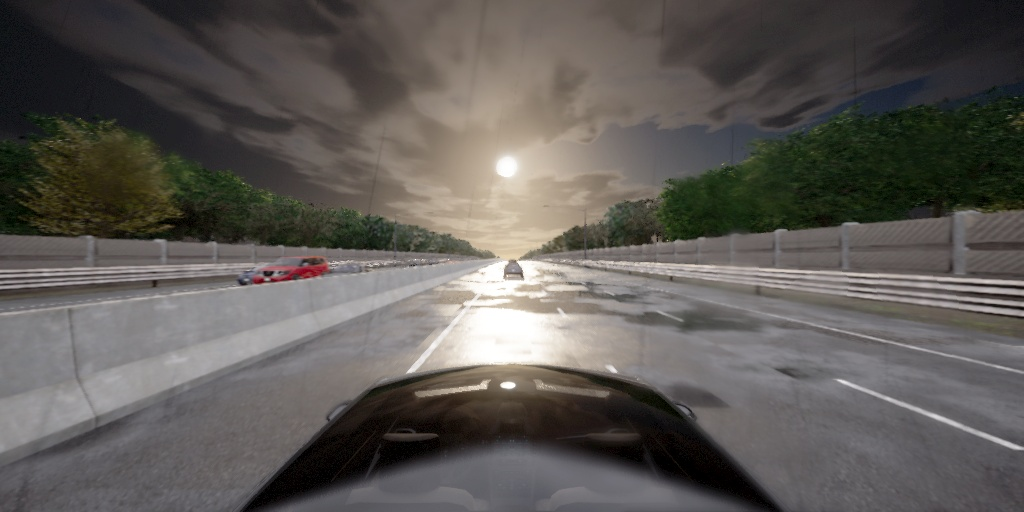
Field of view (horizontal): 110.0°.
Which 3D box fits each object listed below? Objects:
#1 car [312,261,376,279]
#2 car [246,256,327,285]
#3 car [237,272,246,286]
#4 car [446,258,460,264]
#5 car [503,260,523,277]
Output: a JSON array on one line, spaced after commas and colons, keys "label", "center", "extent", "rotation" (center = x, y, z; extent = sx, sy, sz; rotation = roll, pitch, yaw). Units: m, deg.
[{"label": "car", "center": [-10.556, 1.270, 23.539], "extent": [2.128, 1.511, 4.902], "rotation": [0, 0, 0]}, {"label": "car", "center": [-14.057, 1.004, 23.376], "extent": [2.150, 2.045, 5.566], "rotation": [0, 0, 0]}, {"label": "car", "center": [-17.551, 1.311, 26.058], "extent": [1.812, 1.442, 4.674], "rotation": [0, 0, 0]}, {"label": "car", "center": [-10.438, 1.187, 64.220], "extent": [2.097, 1.767, 4.553], "rotation": [0, 0, 1]}, {"label": "car", "center": [0.137, 1.355, 36.285], "extent": [1.994, 1.385, 4.181], "rotation": [0, 0, 0]}]
